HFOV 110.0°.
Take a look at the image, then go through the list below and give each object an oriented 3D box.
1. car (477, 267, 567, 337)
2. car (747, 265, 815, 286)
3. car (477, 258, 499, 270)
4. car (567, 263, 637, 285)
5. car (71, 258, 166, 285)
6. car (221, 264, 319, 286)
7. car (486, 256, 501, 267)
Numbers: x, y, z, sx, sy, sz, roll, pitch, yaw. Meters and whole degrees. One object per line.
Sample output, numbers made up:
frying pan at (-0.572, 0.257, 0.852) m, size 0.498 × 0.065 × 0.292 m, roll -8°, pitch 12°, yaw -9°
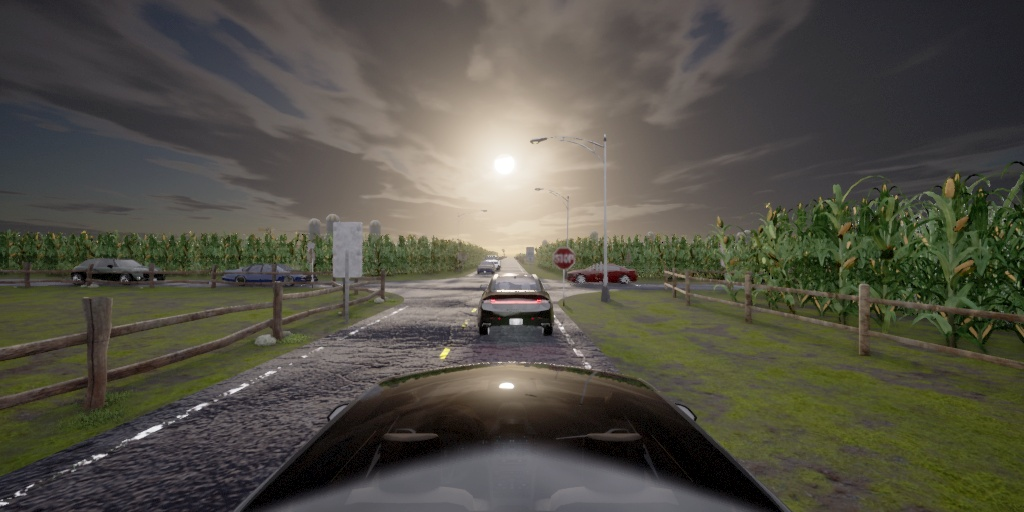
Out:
car at (0.092, 1.242, 10.361) m, size 2.128 × 1.511 × 4.902 m, roll 0°, pitch 0°, yaw 0°
car at (19.621, 1.408, 25.881) m, size 4.892 × 1.490 × 1.837 m, roll 1°, pitch -1°, yaw 0°
car at (-2.879, 1.287, 40.831) m, size 2.033 × 1.411 × 5.357 m, roll 0°, pitch 0°, yaw 0°
car at (6.464, 1.291, 26.003) m, size 5.008 × 1.535 × 1.882 m, roll 1°, pitch -1°, yaw 1°
car at (-25.483, 0.948, 23.347) m, size 4.553 × 1.767 × 2.097 m, roll 0°, pitch -1°, yaw 1°
car at (-15.619, 1.198, 23.282) m, size 5.357 × 1.411 × 2.033 m, roll 0°, pitch -1°, yaw -1°
car at (-2.874, 0.955, 51.092) m, size 2.150 × 2.045 × 5.566 m, roll 0°, pitch 0°, yaw 1°
